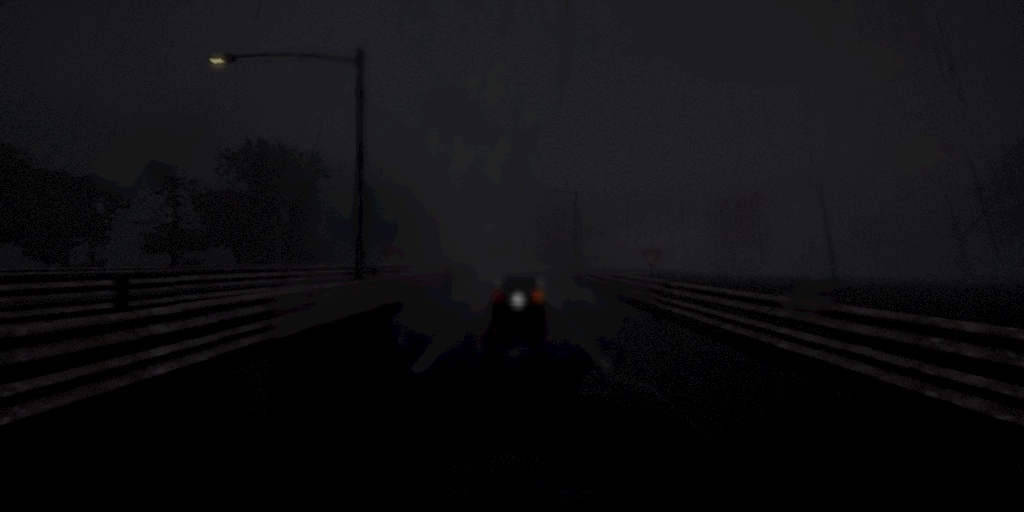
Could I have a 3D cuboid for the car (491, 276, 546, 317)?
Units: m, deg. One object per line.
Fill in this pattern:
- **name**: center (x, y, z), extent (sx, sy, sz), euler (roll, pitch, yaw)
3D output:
- **car**: center (0.291, 1.487, 14.169), extent (1.994, 1.385, 4.181), euler (0, -1, 3)
